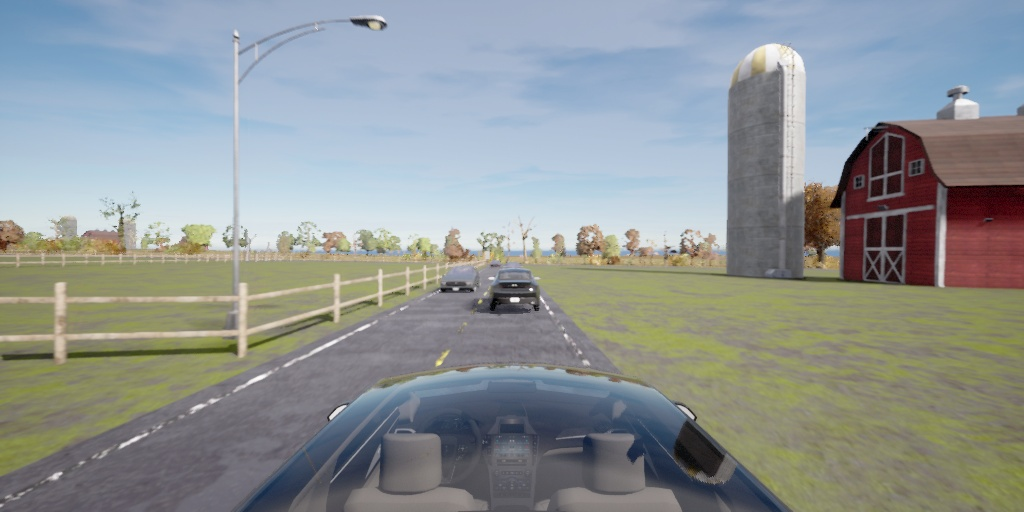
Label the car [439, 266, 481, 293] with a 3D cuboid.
[{"bbox_3d":[-2.854,1.295,20.895,2.033,1.411,5.357,0,0,0],"label":"car"}]

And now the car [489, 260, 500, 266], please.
[{"bbox_3d":[-2.795,1.319,61.586,2.033,1.411,5.357,0,0,1],"label":"car"}]

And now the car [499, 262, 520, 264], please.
[{"bbox_3d":[0.096,1.299,35.451,2.033,1.411,5.357,0,0,0],"label":"car"}]

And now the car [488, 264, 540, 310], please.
[{"bbox_3d":[0.098,1.253,14.656,1.837,1.490,4.892,0,0,0],"label":"car"}]
